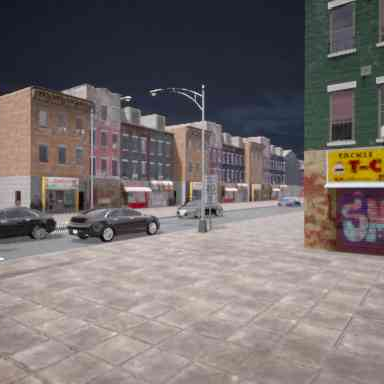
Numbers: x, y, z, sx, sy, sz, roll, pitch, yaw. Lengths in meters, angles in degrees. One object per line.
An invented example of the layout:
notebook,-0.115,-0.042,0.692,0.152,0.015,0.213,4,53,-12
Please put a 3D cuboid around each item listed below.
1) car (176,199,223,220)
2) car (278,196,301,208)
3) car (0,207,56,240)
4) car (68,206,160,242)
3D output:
car,0.692,1.358,27.043,2.128,1.511,4.902,0,1,36
car,12.964,1.287,44.056,1.812,1.442,4.674,0,0,36
car,-8.547,1.452,14.650,1.837,1.490,4.892,0,1,40
car,-3.580,1.443,16.193,1.837,1.490,4.892,0,0,36
